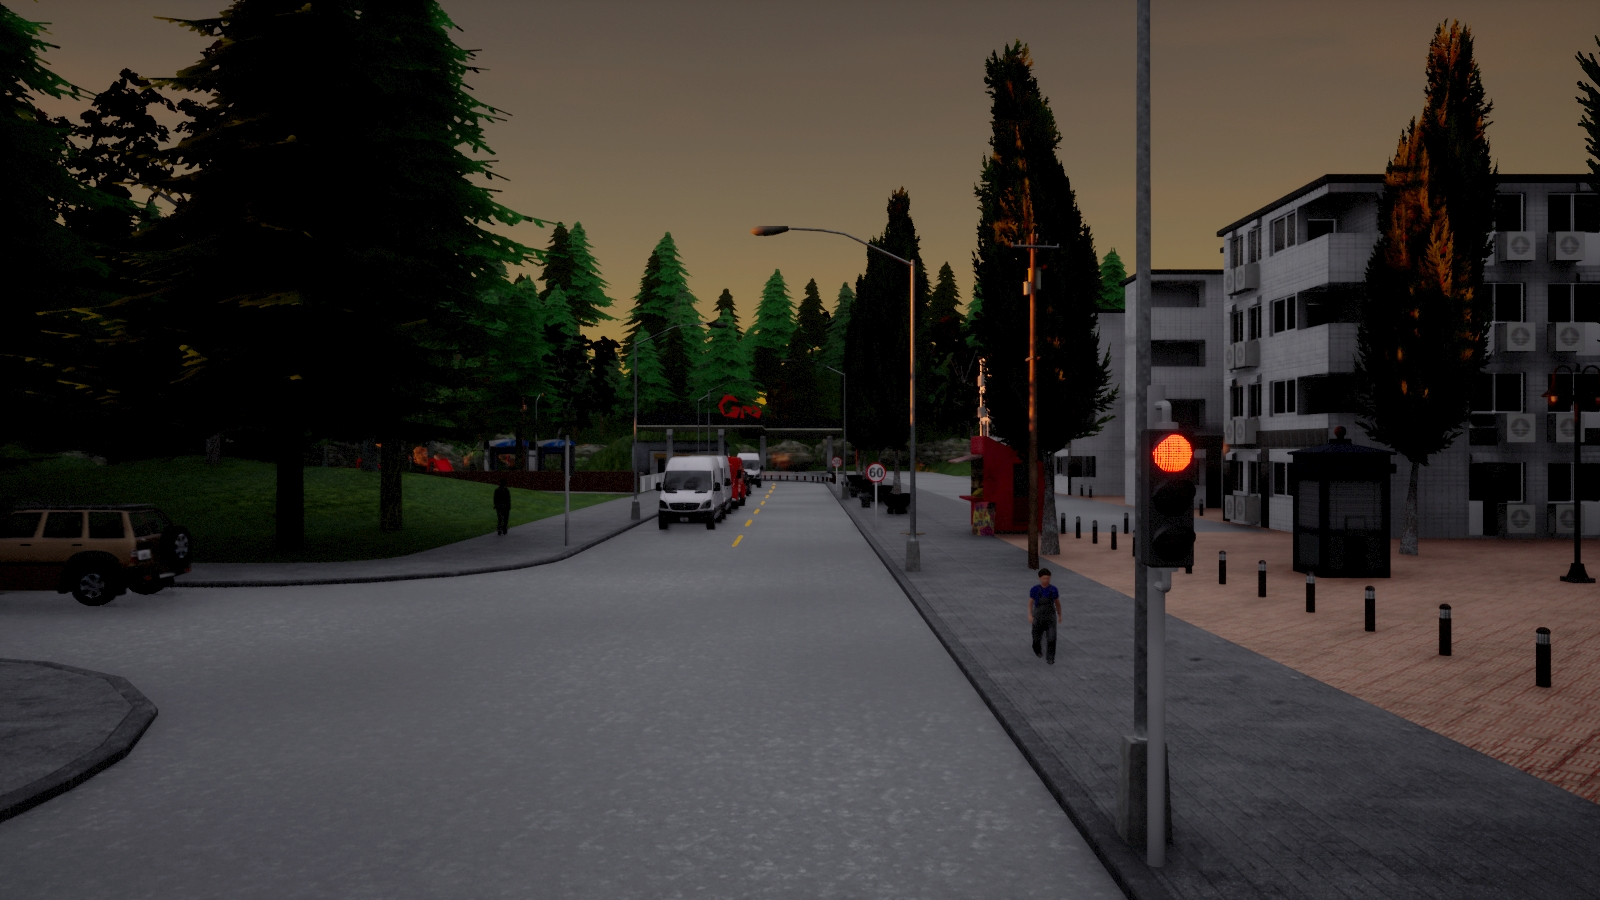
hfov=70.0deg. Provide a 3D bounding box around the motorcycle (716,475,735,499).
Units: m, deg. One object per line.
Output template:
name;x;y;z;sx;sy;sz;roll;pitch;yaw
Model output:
motorcycle;-3.988;1.975;61.268;0.867;1.251;2.209;0;0;0

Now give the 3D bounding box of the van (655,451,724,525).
van;-4.013;1.307;42.390;1.988;2.561;5.915;0;0;0

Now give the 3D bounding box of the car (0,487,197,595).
car;-13.967;1.640;21.141;4.605;1.855;1.932;0;0;0

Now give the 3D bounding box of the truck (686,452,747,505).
truck;-3.995;1.339;55.631;2.627;2.467;5.204;0;0;0

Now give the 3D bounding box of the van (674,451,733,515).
van;-4.007;1.306;48.327;1.988;2.561;5.915;0;0;0

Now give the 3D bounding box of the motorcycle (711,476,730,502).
motorcycle;-3.975;1.953;57.177;0.856;1.236;1.805;0;0;0

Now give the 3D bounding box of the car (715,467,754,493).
car;-3.975;1.816;70.543;2.128;1.511;4.902;0;0;0

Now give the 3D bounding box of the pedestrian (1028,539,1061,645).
pedestrian;3.107;1.802;14.536;0.375;1.300;0.375;0;0;5

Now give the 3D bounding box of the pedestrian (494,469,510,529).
pedestrian;-9.290;1.519;35.624;0.375;1.860;0.375;0;0;1
